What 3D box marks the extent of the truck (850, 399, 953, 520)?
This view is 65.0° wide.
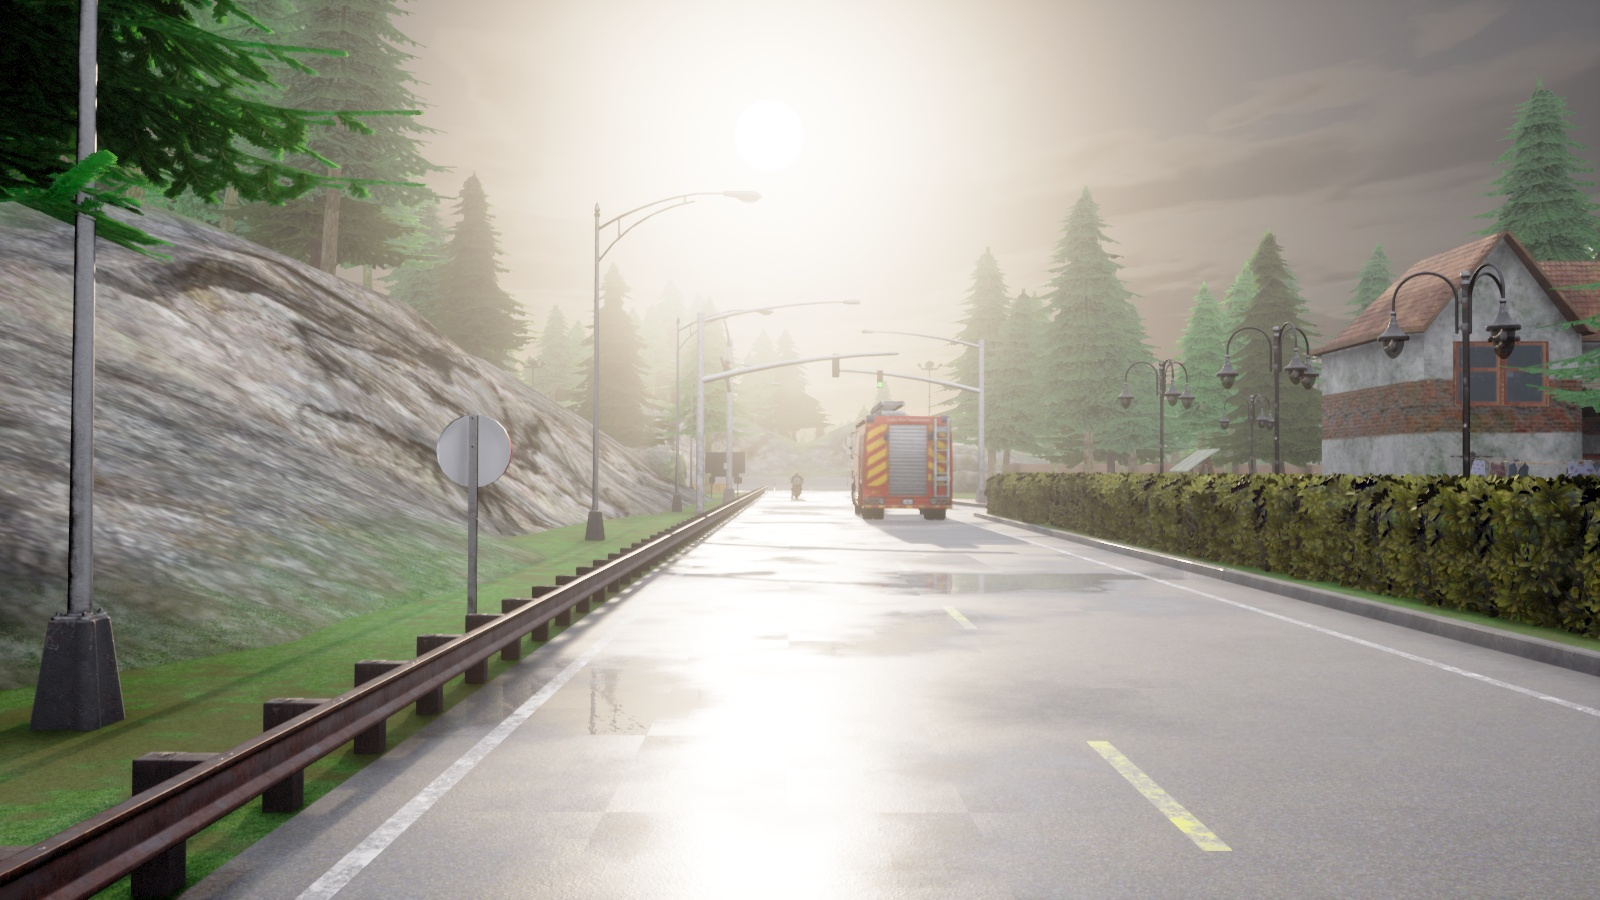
[{"bbox_3d":[3.391,0.378,44.050,2.891,3.827,8.468,0,-1,0],"label":"truck"}]

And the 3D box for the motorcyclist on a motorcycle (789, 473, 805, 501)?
[{"bbox_3d":[-0.166,2.033,70.237,0.866,1.530,2.191,0,-1,0],"label":"motorcyclist on a motorcycle"}]
